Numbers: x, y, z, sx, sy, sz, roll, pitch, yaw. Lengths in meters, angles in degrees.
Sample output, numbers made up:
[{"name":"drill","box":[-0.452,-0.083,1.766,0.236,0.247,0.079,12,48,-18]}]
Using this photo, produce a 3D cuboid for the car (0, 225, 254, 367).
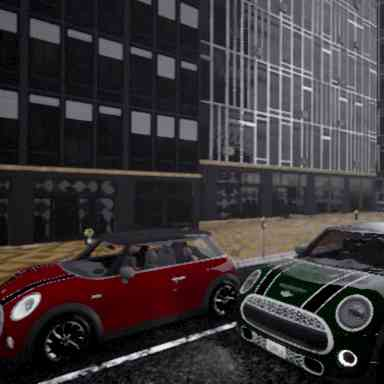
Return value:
[{"name":"car","box":[-1.150,1.430,5.726,4.097,1.590,1.967,0,1,-35]}]

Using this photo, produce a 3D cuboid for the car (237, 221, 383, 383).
[{"name":"car","box":[2.865,1.328,5.409,4.553,1.767,2.097,0,0,-35]}]
